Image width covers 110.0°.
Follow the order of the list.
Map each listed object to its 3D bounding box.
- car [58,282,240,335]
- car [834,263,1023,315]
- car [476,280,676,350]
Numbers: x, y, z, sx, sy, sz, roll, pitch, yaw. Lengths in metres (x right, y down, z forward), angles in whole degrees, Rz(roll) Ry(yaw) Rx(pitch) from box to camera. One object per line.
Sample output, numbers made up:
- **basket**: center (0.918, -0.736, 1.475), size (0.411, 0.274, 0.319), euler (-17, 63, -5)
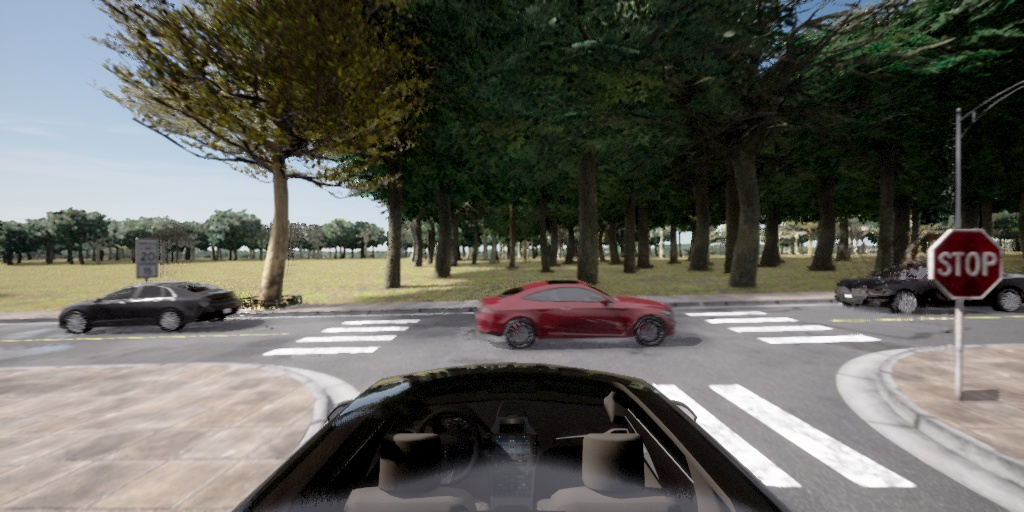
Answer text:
- **car**: center (-11.739, 1.615, 11.752), size (4.892, 1.490, 1.837), euler (-2, 0, 0)
- **car**: center (13.371, 0.958, 11.584), size (5.008, 1.535, 1.882), euler (-1, 0, 0)
- **car**: center (1.468, 1.311, 8.717), size (4.674, 1.442, 1.812), euler (-1, 0, 0)
